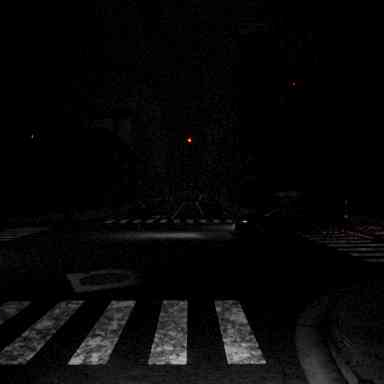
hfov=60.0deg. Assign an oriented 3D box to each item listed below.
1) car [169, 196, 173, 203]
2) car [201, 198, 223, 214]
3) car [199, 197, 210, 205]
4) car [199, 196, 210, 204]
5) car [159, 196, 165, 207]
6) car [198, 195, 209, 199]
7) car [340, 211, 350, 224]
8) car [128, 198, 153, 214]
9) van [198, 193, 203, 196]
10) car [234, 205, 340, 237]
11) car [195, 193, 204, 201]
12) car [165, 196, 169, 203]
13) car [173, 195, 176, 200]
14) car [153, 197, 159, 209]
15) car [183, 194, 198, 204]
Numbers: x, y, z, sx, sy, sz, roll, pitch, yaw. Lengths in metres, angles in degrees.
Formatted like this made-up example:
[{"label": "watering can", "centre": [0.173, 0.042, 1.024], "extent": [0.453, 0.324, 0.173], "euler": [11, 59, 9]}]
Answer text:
[{"label": "car", "centre": [-5.668, 1.537, 69.225], "extent": [1.967, 1.590, 4.097], "euler": [0, 0, 0]}, {"label": "car", "centre": [2.326, 1.598, 36.152], "extent": [1.947, 1.339, 4.313], "euler": [0, 0, 0]}, {"label": "car", "centre": [2.351, 1.633, 63.707], "extent": [2.008, 1.369, 4.403], "euler": [0, 0, 0]}, {"label": "car", "centre": [2.336, 1.631, 47.175], "extent": [1.802, 1.307, 4.206], "euler": [0, 0, 0]}, {"label": "car", "centre": [-5.684, 1.641, 52.693], "extent": [1.802, 1.307, 4.206], "euler": [0, 0, 0]}, {"label": "car", "centre": [2.341, 1.625, 52.686], "extent": [1.947, 1.339, 4.313], "euler": [0, 0, 0]}, {"label": "car", "centre": [6.938, 1.524, 21.002], "extent": [5.357, 1.411, 2.033], "euler": [0, 0, 6]}, {"label": "car", "centre": [-5.699, 1.472, 36.161], "extent": [1.967, 1.590, 4.097], "euler": [0, 0, 0]}, {"label": "van", "centre": [2.346, 1.411, 58.196], "extent": [1.690, 1.788, 3.998], "euler": [0, 0, 0]}, {"label": "car", "centre": [4.686, 1.472, 17.392], "extent": [4.902, 1.511, 2.128], "euler": [0, 0, 0]}, {"label": "car", "centre": [2.009, 1.381, 90.152], "extent": [2.150, 2.045, 5.566], "euler": [0, 0, 0]}, {"label": "car", "centre": [-5.678, 1.621, 58.203], "extent": [2.008, 1.369, 4.403], "euler": [0, 0, 0]}, {"label": "car", "centre": [-5.658, 1.677, 80.246], "extent": [2.008, 1.369, 4.403], "euler": [0, 0, 0]}, {"label": "car", "centre": [-5.694, 1.480, 41.671], "extent": [1.967, 1.590, 4.097], "euler": [0, 0, 0]}, {"label": "car", "centre": [-0.286, 1.587, 63.301], "extent": [1.837, 1.490, 4.892], "euler": [0, 0, 0]}]
